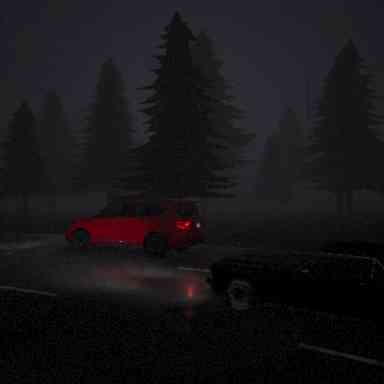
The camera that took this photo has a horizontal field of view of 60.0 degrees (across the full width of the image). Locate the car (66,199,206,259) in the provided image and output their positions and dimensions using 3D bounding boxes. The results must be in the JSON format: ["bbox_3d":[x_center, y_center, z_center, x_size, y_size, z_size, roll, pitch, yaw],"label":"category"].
[{"bbox_3d":[-2.211,1.278,12.850,5.566,2.045,2.150,0,-1,24],"label":"car"}]

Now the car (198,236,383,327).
[{"bbox_3d":[2.670,1.602,6.211,4.718,1.301,1.895,-1,0,32],"label":"car"}]
